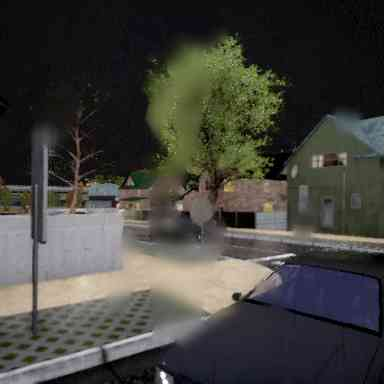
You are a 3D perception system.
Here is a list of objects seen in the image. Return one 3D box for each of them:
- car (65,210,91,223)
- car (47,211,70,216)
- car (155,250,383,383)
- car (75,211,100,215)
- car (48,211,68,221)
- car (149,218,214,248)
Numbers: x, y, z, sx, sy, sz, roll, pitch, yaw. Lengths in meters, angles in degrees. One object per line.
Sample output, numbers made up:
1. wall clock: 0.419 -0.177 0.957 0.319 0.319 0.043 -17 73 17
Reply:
1. car: -14.947 3.177 43.275 1.882 1.535 5.008 1 -3 -35
2. car: -16.384 3.096 40.358 2.128 1.511 4.902 1 -3 -35
3. car: 1.957 1.565 4.356 2.033 1.411 5.357 0 0 42
4. car: -8.876 2.604 29.662 1.837 1.490 4.892 1 -3 -35
5. car: -20.797 3.698 51.480 1.895 1.301 4.718 1 -3 -35
6. car: -0.661 2.120 18.027 1.994 1.385 4.181 1 -3 -34
